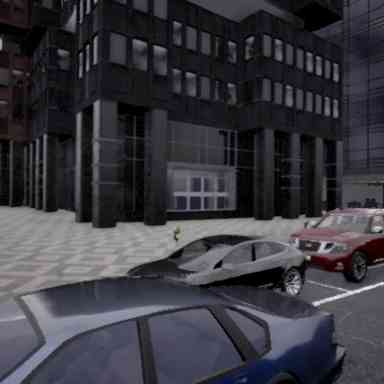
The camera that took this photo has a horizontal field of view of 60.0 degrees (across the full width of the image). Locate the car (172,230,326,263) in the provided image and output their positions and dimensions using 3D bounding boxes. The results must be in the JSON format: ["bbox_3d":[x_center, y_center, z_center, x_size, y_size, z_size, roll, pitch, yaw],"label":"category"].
[{"bbox_3d":[0.663,1.626,7.123,4.313,1.339,1.947,1,-1,-35],"label":"car"}]

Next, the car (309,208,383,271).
[{"bbox_3d":[5.085,1.452,10.272,5.009,1.841,2.192,1,-1,-35],"label":"car"}]

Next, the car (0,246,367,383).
[{"bbox_3d":[-0.839,1.557,2.795,5.357,1.411,2.033,1,-1,-36],"label":"car"}]
